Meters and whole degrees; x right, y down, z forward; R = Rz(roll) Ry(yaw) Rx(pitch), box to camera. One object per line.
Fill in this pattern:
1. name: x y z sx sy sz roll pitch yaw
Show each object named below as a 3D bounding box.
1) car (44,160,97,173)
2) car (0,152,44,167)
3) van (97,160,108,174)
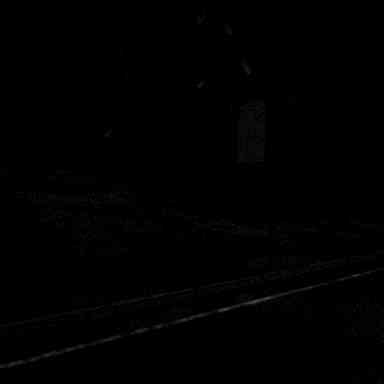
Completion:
1. car: -12.301 -2.409 33.062 2.002 1.452 4.674 1 -2 40
2. car: -15.858 -2.666 28.819 2.002 1.452 4.674 1 -2 41
3. van: -8.716 -2.388 37.465 1.878 1.987 4.442 1 -2 39
